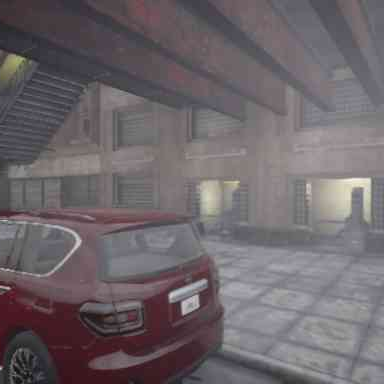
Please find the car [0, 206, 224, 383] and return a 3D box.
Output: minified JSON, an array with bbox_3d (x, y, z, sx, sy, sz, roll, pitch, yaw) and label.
[{"bbox_3d":[-2.225,1.231,4.874,5.566,2.045,2.435,0,0,35],"label":"car"}]
